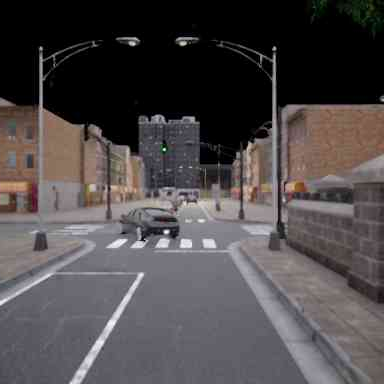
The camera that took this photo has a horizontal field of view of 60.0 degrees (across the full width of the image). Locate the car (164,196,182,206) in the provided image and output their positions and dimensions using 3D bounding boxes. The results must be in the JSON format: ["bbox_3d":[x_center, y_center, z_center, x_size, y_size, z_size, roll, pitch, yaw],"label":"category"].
[{"bbox_3d":[-2.650,1.357,39.204,2.192,1.841,5.009,0,0,0],"label":"car"}]

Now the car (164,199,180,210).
[{"bbox_3d":[-2.650,1.631,44.656,1.802,1.307,4.206,0,0,0],"label":"car"}]

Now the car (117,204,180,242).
[{"bbox_3d":[-2.332,1.530,16.866,1.837,1.490,4.892,1,-1,-30],"label":"car"}]

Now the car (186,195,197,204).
[{"bbox_3d":[-0.016,1.429,64.691,2.097,1.767,4.553,0,0,0],"label":"car"}]

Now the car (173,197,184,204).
[{"bbox_3d":[-2.656,1.630,66.464,2.008,1.369,4.403,0,0,0],"label":"car"}]

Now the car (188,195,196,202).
[{"bbox_3d":[-0.018,1.419,74.727,1.882,1.535,5.008,0,0,0],"label":"car"}]

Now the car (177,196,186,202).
[{"bbox_3d":[-2.660,1.653,82.821,2.008,1.369,4.403,0,0,0],"label":"car"}]

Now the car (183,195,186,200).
[{"bbox_3d":[-2.654,1.637,61.012,1.947,1.339,4.313,0,0,0],"label":"car"}]

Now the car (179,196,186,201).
[{"bbox_3d":[-2.662,1.684,93.725,1.947,1.339,4.313,0,0,0],"label":"car"}]

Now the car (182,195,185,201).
[{"bbox_3d":[-2.653,1.630,55.560,1.947,1.339,4.313,0,0,0],"label":"car"}]

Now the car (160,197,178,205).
[{"bbox_3d":[-2.648,1.561,33.582,1.752,1.417,4.829,0,0,0],"label":"car"}]
